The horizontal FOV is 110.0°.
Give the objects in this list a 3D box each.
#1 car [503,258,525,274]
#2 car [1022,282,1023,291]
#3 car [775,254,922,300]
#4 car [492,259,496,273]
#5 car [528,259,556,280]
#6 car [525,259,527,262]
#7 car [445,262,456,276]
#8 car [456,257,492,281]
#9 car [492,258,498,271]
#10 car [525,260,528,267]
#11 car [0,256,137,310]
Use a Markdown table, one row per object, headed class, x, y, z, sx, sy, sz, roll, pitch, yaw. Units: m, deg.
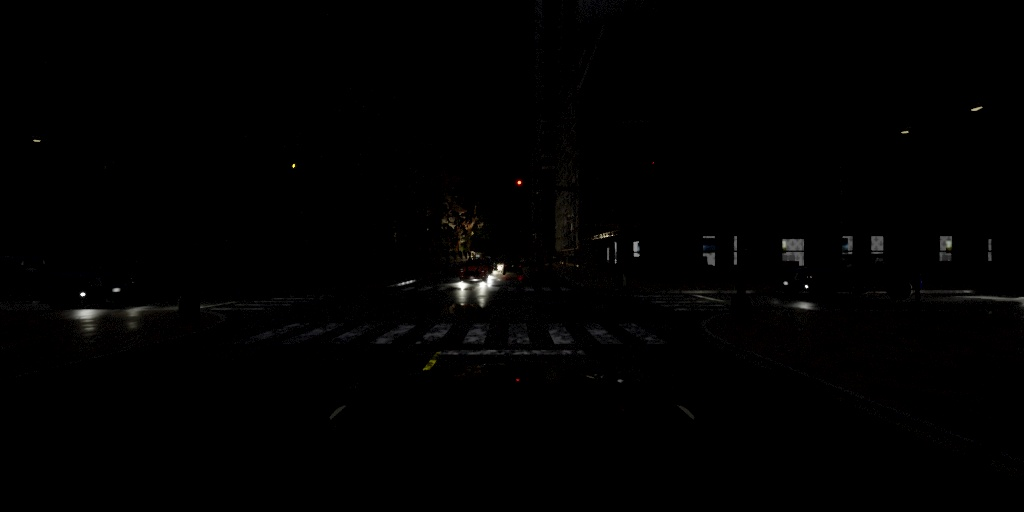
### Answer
| class | x | y | z | sx | sy | sz | roll | pitch | yaw |
| --- | --- | --- | --- | --- | --- | --- | --- | --- | --- |
| car | 0.075 | 1.104 | 40.936 | 2.097 | 1.767 | 4.553 | 0 | 0 | 0 |
| car | 27.047 | 1.157 | 16.658 | 4.902 | 1.511 | 2.128 | -1 | 0 | 1 |
| car | 15.705 | 0.925 | 16.895 | 5.566 | 2.045 | 2.150 | 0 | 0 | 1 |
| car | -3.115 | 1.353 | 39.822 | 1.895 | 1.301 | 4.718 | 0 | 0 | 0 |
| car | 2.678 | 1.191 | 30.861 | 1.967 | 1.591 | 4.097 | 0 | 0 | 0 |
| car | 2.665 | 1.314 | 59.266 | 1.948 | 1.339 | 4.313 | 0 | 0 | 0 |
| car | -5.706 | 1.297 | 36.535 | 1.888 | 1.381 | 4.507 | 0 | 0 | 0 |
| car | -3.112 | 1.104 | 30.034 | 2.097 | 1.767 | 4.553 | 0 | 0 | 0 |
| car | -3.109 | 1.104 | 49.798 | 2.097 | 1.767 | 4.553 | 0 | 0 | 0 |
| car | 2.675 | 1.318 | 36.541 | 1.948 | 1.339 | 4.313 | 0 | 0 | 0 |
| car | -18.583 | 1.016 | 14.398 | 5.566 | 2.045 | 2.150 | 0 | 0 | 1 |
